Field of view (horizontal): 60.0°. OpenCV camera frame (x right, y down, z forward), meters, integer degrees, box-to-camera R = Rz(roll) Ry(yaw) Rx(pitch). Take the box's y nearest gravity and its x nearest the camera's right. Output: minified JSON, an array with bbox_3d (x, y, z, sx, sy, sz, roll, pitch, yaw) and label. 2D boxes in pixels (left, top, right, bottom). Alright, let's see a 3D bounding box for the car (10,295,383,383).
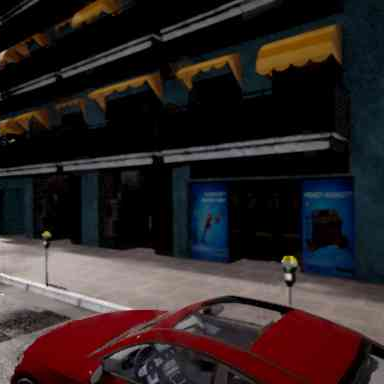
[{"bbox_3d":[0.162,1.594,2.774,4.206,1.307,1.802,-1,0,36],"label":"car"}]
